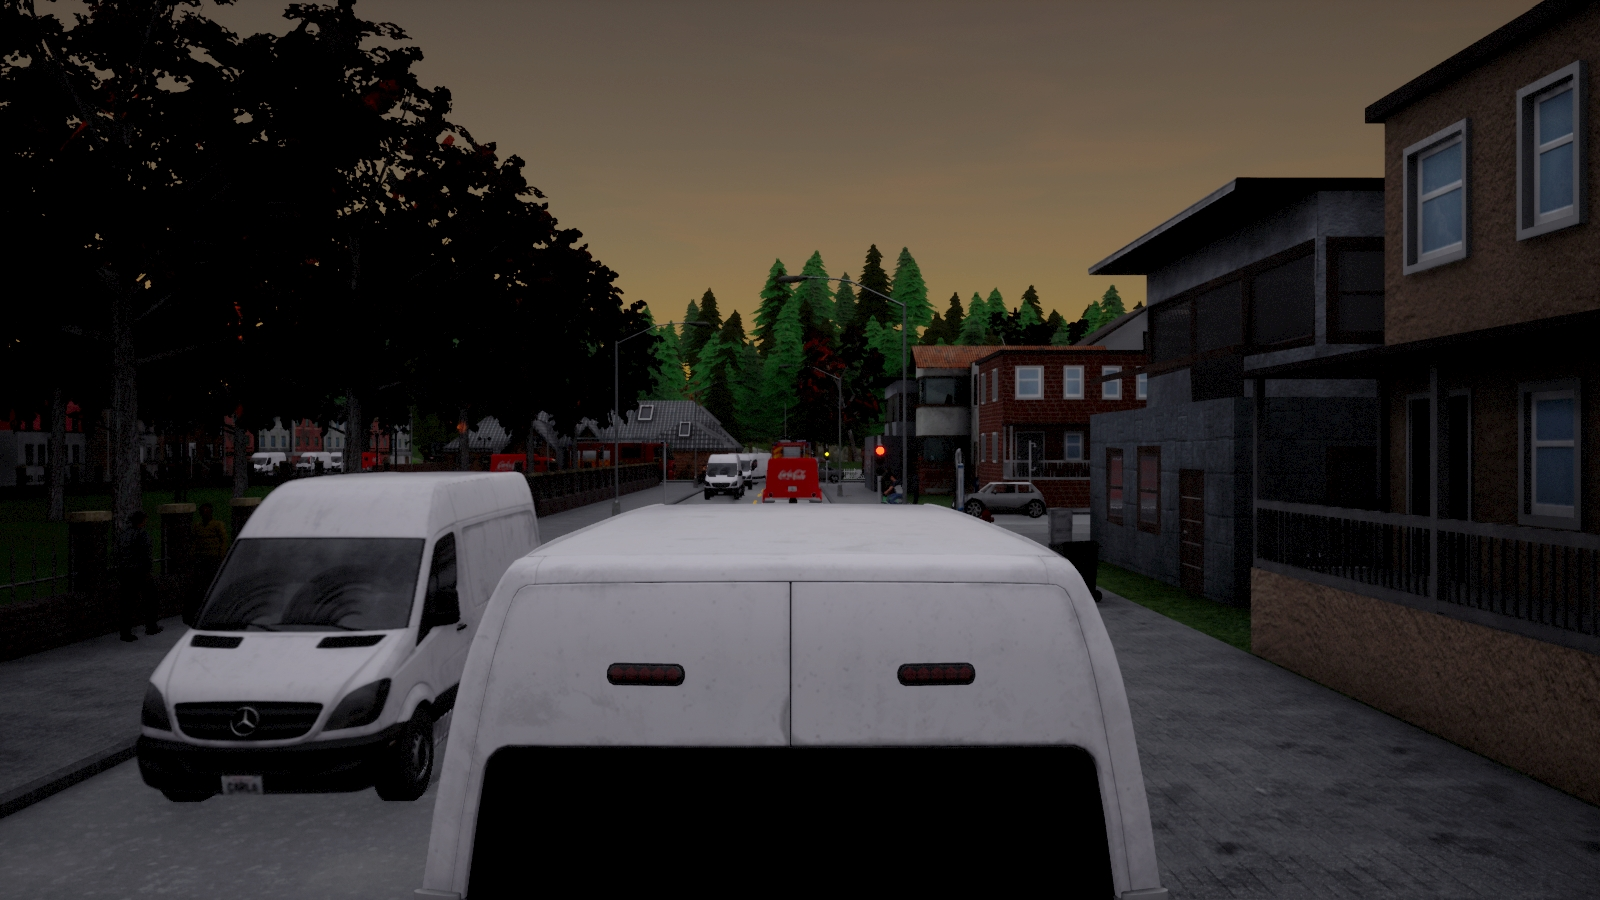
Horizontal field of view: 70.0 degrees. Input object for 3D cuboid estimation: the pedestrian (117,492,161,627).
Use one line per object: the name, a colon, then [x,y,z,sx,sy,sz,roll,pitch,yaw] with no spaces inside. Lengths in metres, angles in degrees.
pedestrian: [-9.283,1.525,16.049,0.375,1.860,0.375,0,0,12]

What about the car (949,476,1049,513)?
car: [8.223,1.844,47.485,3.806,1.475,1.970,0,0,-1]

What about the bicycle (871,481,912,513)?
bicycle: [3.769,1.936,47.099,1.643,1.296,0.373,0,0,-4]

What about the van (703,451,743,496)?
van: [-4.457,1.314,66.858,1.988,2.561,5.915,0,0,0]

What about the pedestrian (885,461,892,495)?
pedestrian: [4.809,1.517,61.978,0.375,1.860,0.375,0,0,-2]

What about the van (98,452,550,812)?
van: [-4.061,1.314,11.162,1.988,2.561,5.915,0,0,0]

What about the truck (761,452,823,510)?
truck: [-0.342,1.343,51.094,2.627,2.467,5.204,0,0,0]

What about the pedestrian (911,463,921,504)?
pedestrian: [5.307,1.516,52.274,0.375,1.860,0.375,0,0,24]

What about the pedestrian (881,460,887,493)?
pedestrian: [4.812,1.516,65.505,0.375,1.860,0.375,0,0,2]

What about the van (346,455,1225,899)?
van: [-0.041,1.314,5.541,1.988,2.561,5.915,0,0,0]

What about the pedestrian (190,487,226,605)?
pedestrian: [-9.444,1.525,18.238,0.375,1.860,0.375,0,0,1]
